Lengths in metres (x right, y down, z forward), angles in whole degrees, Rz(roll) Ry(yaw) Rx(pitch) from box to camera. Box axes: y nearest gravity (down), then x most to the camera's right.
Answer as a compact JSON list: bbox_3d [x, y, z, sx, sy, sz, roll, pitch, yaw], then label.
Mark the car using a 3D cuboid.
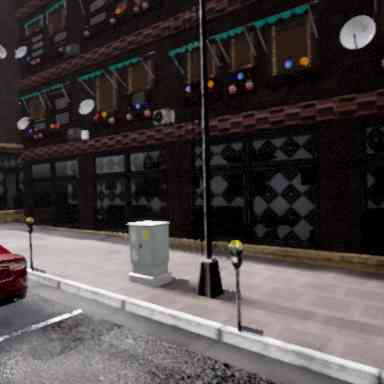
[{"bbox_3d":[-4.939,1.379,6.416,4.507,1.381,1.887,1,1,36],"label":"car"}]
